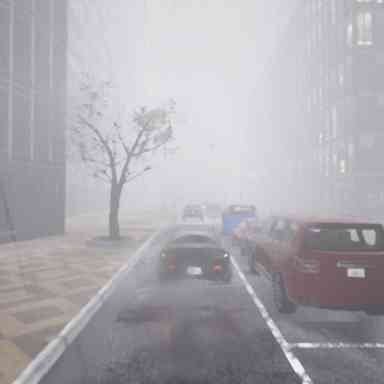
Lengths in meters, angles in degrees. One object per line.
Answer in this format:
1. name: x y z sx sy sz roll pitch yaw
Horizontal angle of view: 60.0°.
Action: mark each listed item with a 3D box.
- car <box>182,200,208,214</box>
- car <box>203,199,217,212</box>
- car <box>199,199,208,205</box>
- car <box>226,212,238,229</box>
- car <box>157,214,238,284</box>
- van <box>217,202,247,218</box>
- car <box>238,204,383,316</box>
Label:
1. car: 0.091 1.788 30.806 2.033 1.411 5.357 0 0 0
2. car: 2.573 1.872 41.026 1.887 1.381 4.507 1 0 0
3. car: 2.568 2.208 74.427 1.802 1.307 4.206 1 -1 0
4. car: 2.577 1.683 13.190 1.802 1.307 4.206 1 0 0
5. car: 0.070 1.599 9.710 1.812 1.442 4.674 0 0 0
6. van: 2.580 1.486 18.759 1.690 1.788 3.998 1 0 0
7. car: 2.583 1.373 7.625 2.192 1.841 5.009 1 0 0
